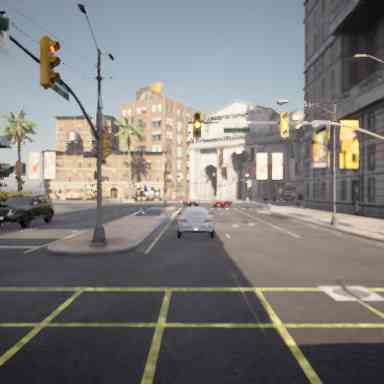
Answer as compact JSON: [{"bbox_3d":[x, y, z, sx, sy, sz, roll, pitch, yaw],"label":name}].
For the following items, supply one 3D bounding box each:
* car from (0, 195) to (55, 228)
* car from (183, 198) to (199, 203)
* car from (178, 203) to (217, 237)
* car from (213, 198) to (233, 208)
[{"bbox_3d":[-11.397,1.217,22.748,2.150,2.045,5.566,0,0,1],"label":"car"},{"bbox_3d":[-0.216,1.590,48.898,1.895,1.301,4.718,0,0,-8],"label":"car"},{"bbox_3d":[0.196,1.522,18.067,1.812,1.442,4.674,0,0,0],"label":"car"},{"bbox_3d":[4.597,1.589,48.794,1.895,1.301,4.718,0,0,21],"label":"car"}]
